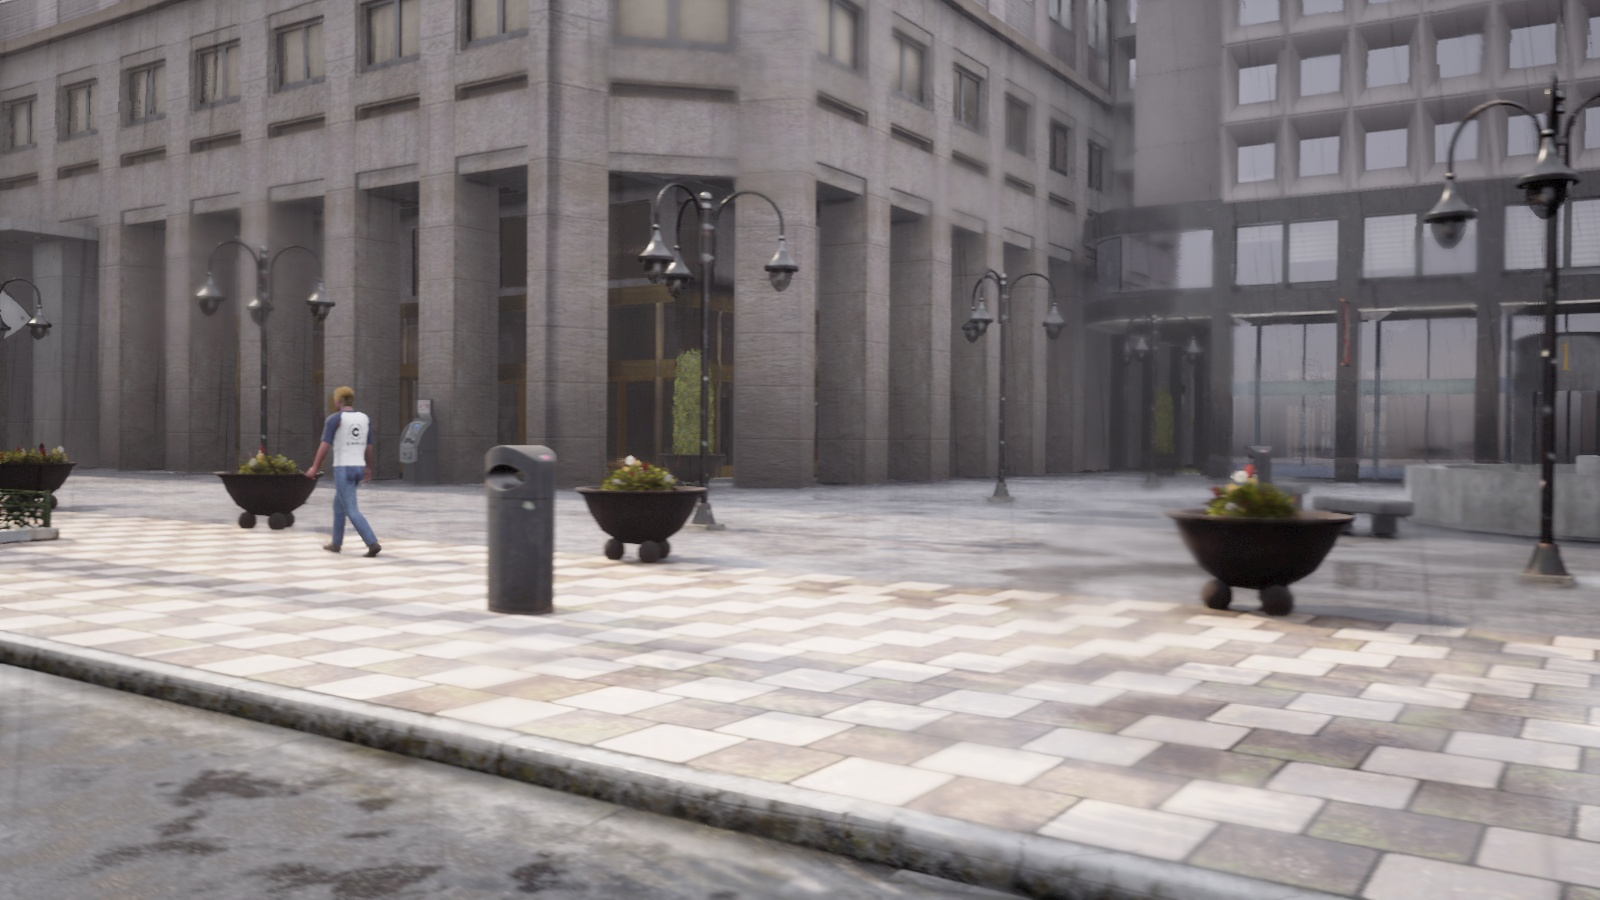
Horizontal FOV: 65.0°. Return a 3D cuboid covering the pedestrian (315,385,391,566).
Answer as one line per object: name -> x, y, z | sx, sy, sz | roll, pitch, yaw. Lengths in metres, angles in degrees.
pedestrian -> -4.646, 0.253, 13.059 | 0.706, 1.836, 0.354 | 0, 1, 31
